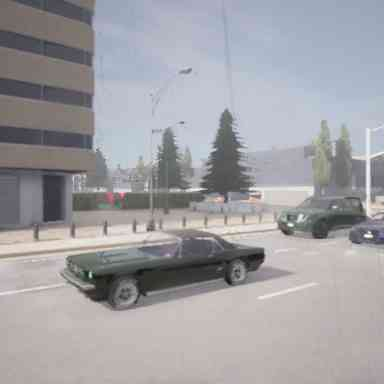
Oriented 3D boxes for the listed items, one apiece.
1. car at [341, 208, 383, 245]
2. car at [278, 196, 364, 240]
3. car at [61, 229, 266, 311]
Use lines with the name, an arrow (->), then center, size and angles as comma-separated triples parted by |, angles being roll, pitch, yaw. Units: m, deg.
car -> 8.678, 1.573, 14.434 | 4.181, 1.385, 1.994 | 0, 0, -35
car -> 6.981, 1.235, 17.522 | 5.566, 2.045, 2.150 | 0, 0, -35
car -> -0.515, 1.604, 7.905 | 4.718, 1.301, 1.895 | 0, 0, -35
